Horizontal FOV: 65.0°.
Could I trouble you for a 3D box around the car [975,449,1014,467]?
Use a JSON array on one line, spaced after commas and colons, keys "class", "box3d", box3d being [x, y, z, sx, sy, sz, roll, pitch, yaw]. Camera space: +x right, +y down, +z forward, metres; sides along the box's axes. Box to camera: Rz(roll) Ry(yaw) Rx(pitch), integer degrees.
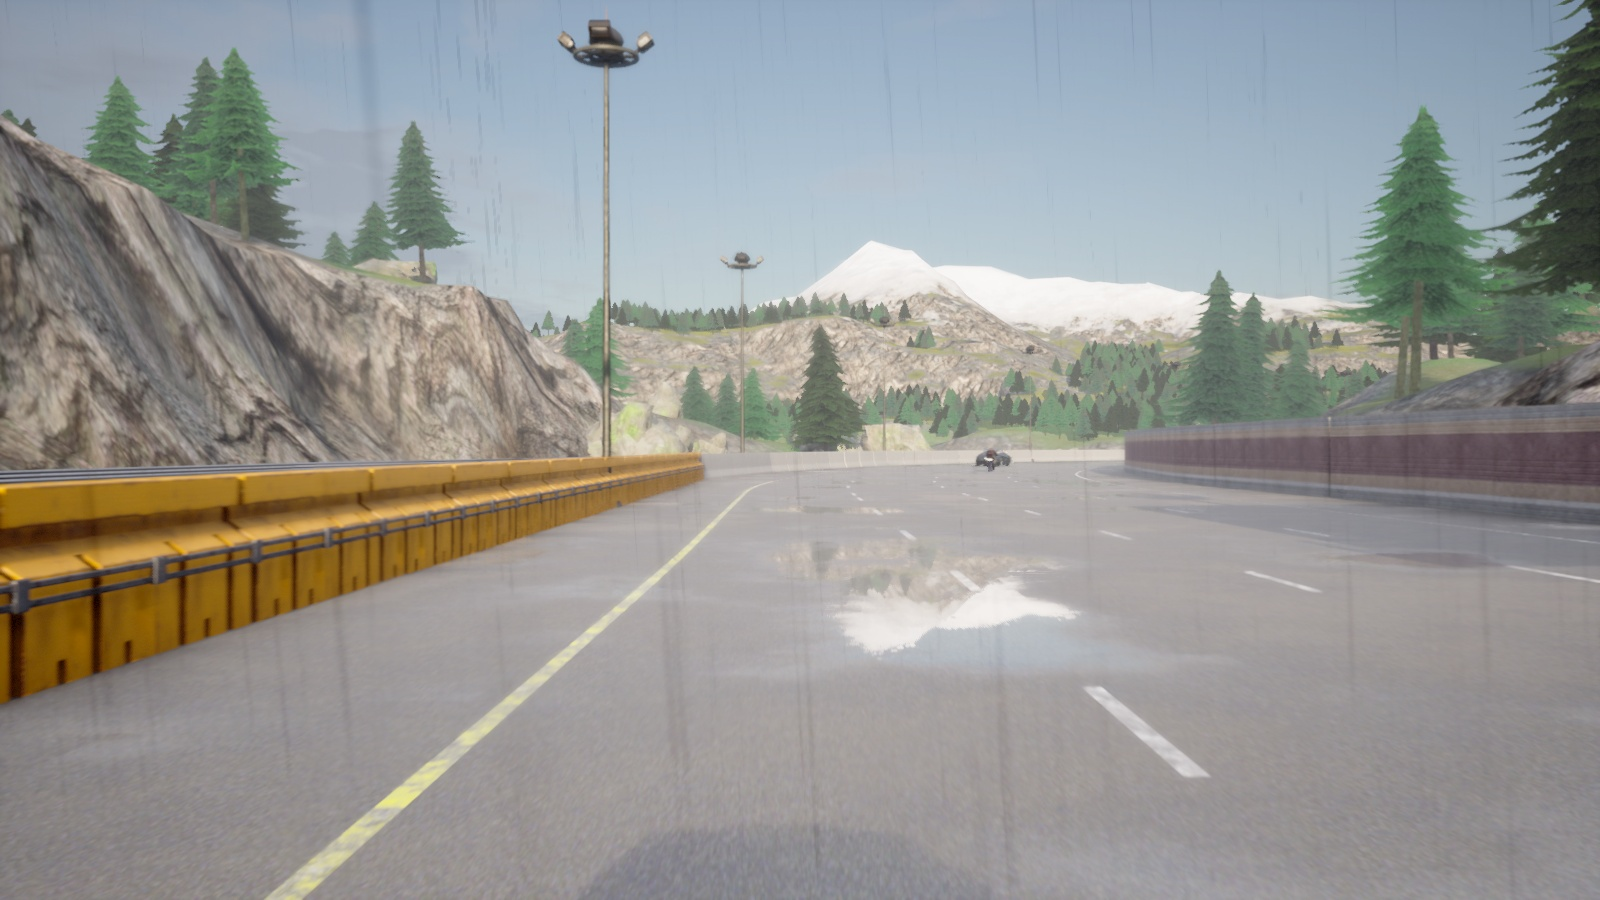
[{"class": "car", "box3d": [14.960, 0.605, 96.418, 1.994, 1.385, 4.181, 0, 0, 23]}]
